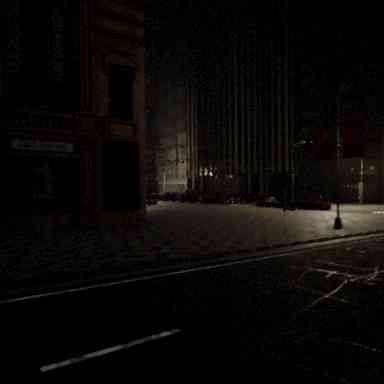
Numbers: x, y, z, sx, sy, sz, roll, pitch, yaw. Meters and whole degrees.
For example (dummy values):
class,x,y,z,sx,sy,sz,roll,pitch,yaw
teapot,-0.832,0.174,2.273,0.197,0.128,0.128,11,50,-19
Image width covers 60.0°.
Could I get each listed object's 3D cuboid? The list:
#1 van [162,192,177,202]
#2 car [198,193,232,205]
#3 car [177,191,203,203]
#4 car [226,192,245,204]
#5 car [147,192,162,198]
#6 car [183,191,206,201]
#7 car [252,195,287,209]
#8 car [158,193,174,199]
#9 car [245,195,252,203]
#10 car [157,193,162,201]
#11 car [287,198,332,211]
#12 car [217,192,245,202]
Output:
class,x,y,z,sx,sy,sz,roll,pitch,yaw
van,-3.140,0.948,59.852,1.690,1.788,3.998,0,1,-36
car,3.445,1.252,50.732,1.887,1.381,4.507,0,1,-36
car,0.153,0.973,55.291,2.192,1.841,5.009,0,1,-36
car,5.578,1.024,52.524,2.097,1.767,4.553,-1,1,-35
car,-9.397,0.826,83.081,1.887,1.381,4.507,0,1,-36
car,0.482,0.763,69.399,2.192,1.841,5.009,0,1,-36
car,10.130,1.329,41.474,1.752,1.417,4.829,0,1,-36
car,-6.104,0.920,78.521,1.802,1.307,4.206,0,1,-36
car,10.358,1.168,55.721,1.947,1.339,4.313,0,1,-36
car,-6.433,1.104,64.413,2.008,1.369,4.403,0,1,-36
car,13.323,1.392,37.051,1.887,1.381,4.507,0,1,-36
car,7.066,0.868,60.279,2.192,1.841,5.009,0,1,-36
